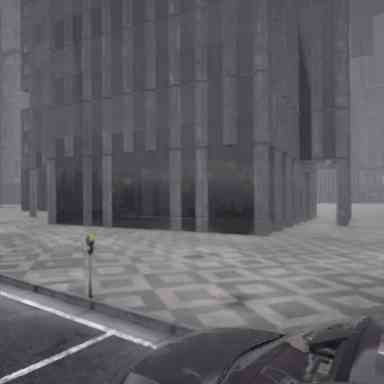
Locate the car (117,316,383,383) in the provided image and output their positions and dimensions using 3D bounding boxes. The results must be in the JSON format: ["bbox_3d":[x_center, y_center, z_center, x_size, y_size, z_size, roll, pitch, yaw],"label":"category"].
[{"bbox_3d":[1.329,1.551,2.018,4.403,1.369,2.008,0,0,35],"label":"car"}]
